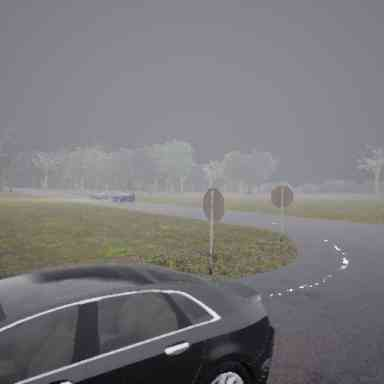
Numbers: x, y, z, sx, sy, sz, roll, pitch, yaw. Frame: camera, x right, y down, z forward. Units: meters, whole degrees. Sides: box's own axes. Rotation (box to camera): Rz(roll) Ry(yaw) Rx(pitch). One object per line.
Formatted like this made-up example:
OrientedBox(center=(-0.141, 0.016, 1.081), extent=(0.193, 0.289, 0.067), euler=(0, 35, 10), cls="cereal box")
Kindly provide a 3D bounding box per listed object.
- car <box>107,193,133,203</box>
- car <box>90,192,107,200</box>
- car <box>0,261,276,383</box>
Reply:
OrientedBox(center=(-10.805, 0.830, 51.235), extent=(1.882, 1.535, 5.008), euler=(2, 0, -35), cls="car")
OrientedBox(center=(-16.729, 0.699, 59.805), extent=(2.033, 1.411, 5.357), euler=(2, 0, -35), cls="car")
OrientedBox(center=(-1.370, 1.511, 2.921), extent=(4.892, 1.490, 1.837), euler=(0, 0, -35), cls="car")
